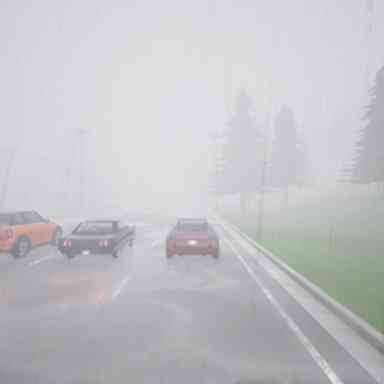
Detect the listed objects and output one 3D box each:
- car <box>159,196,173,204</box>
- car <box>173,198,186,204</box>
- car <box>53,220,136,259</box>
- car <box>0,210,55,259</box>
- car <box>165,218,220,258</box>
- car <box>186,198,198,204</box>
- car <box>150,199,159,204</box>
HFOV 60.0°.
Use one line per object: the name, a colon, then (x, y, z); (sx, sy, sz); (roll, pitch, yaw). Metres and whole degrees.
car: (-7.012, 2.232, 91.880); (2.150, 2.045, 5.566); (0, -1, 2)
car: (-3.519, 2.527, 91.507); (1.812, 1.442, 4.674); (0, -1, 2)
car: (-3.493, 1.748, 13.231); (1.895, 1.301, 4.718); (0, -1, 0)
car: (-6.990, 1.500, 13.403); (2.097, 1.767, 4.553); (0, -1, 0)
car: (0.014, 1.713, 13.378); (1.994, 1.385, 4.181); (0, -1, 0)
car: (-0.019, 2.598, 91.502); (1.895, 1.301, 4.718); (0, -1, 2)
car: (-10.508, 2.562, 92.168); (1.994, 1.385, 4.181); (0, -1, 2)
